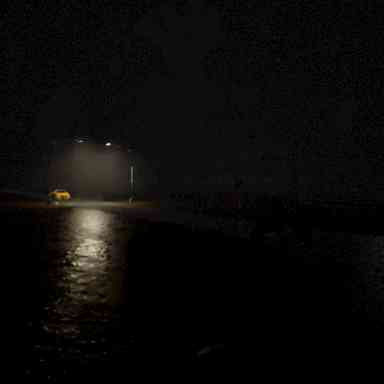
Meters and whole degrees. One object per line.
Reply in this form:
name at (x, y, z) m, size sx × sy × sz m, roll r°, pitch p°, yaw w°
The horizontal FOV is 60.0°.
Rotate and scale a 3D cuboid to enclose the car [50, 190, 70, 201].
car at (-19.589, 0.425, 49.254) m, size 1.882 × 1.535 × 5.008 m, roll 0°, pitch 1°, yaw -35°
